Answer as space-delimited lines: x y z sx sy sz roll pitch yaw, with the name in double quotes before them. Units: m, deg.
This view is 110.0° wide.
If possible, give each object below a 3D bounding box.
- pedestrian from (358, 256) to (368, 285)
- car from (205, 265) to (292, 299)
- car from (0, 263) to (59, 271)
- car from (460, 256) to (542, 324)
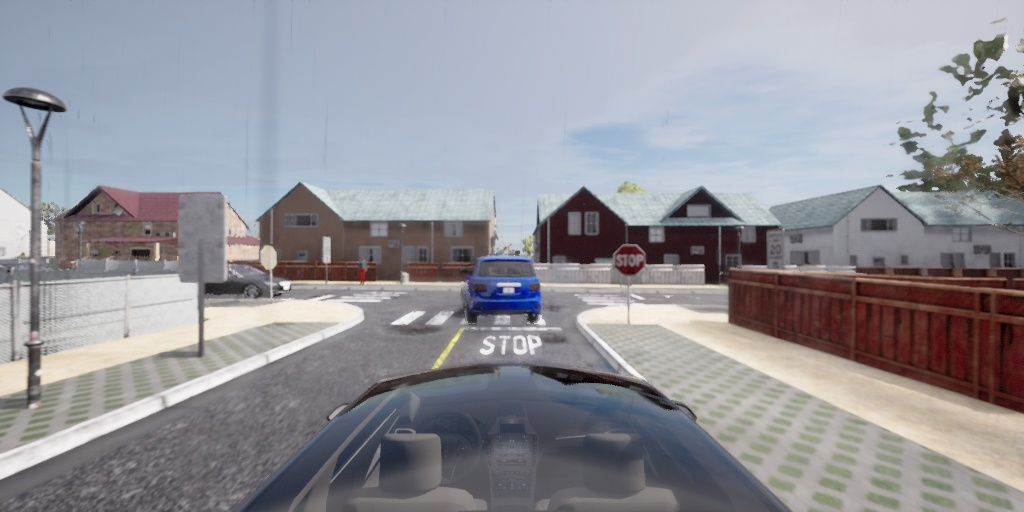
"pedestrian" -9.364 0.881 22.411 0.375 1.860 0.375 0 -1 1
"car" -12.863 1.183 16.624 4.902 1.511 2.128 1 0 1
"car" -23.267 1.078 16.853 4.902 1.511 2.128 1 0 1
"car" -0.541 1.013 12.359 2.150 2.045 5.566 1 0 -10
